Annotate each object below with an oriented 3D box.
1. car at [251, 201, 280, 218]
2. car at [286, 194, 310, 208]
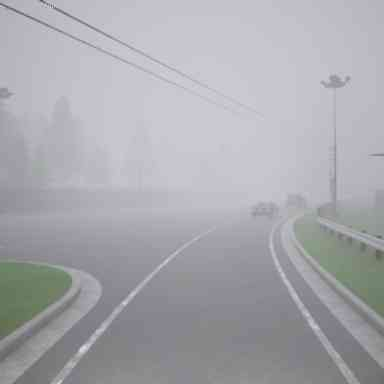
[{"bbox_3d":[6.754,1.554,30.274,2.033,1.411,5.357,0,0,23],"label":"car"},{"bbox_3d":[15.163,1.247,48.319,2.150,2.045,5.566,0,0,28],"label":"car"}]
